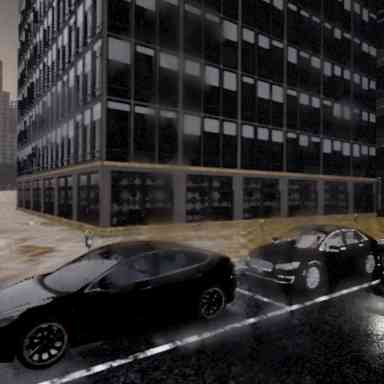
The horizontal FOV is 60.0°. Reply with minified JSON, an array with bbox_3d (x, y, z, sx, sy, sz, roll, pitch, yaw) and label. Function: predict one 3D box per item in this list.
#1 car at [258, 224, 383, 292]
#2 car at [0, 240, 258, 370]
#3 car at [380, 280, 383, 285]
[{"bbox_3d":[3.357,1.585,8.955,4.403,1.369,2.008,0,0,-36],"label":"car"},{"bbox_3d":[-1.150,1.576,5.737,4.313,1.339,1.947,0,0,-36],"label":"car"},{"bbox_3d":[6.503,1.395,7.992,4.553,1.767,2.097,0,0,-35],"label":"car"}]
